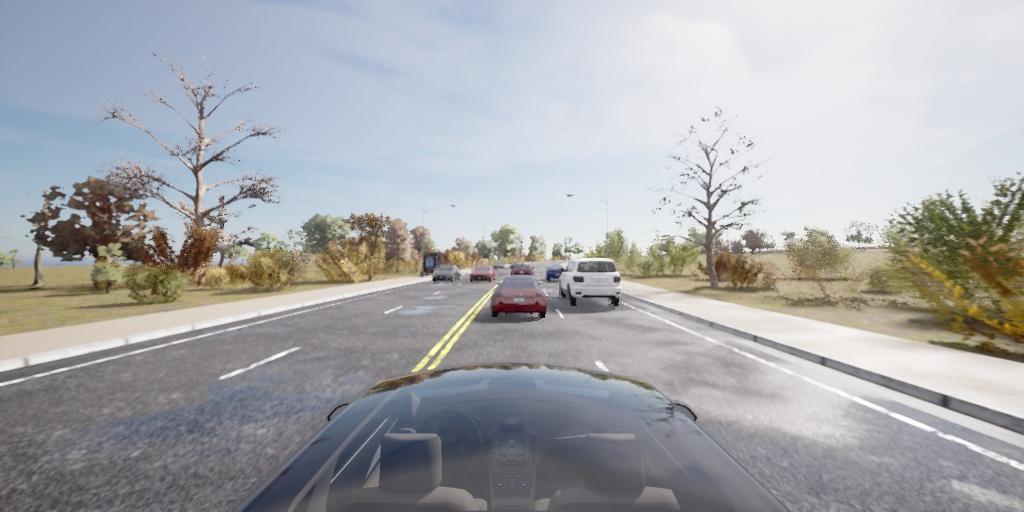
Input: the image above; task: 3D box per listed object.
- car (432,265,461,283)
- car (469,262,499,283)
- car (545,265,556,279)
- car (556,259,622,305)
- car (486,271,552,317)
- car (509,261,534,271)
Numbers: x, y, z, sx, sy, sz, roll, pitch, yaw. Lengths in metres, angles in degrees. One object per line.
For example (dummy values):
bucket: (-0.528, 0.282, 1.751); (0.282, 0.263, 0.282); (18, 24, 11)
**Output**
car: (-5.780, 1.591, 32.206); (1.837, 1.490, 4.892); (0, -1, 3)
car: (-2.543, 1.560, 31.866); (1.882, 1.535, 5.008); (0, -1, 3)
car: (4.318, 1.591, 35.015); (1.882, 1.535, 5.008); (0, -1, 3)
car: (3.607, 1.150, 17.242); (2.150, 2.045, 5.566); (0, -1, 2)
car: (0.276, 1.456, 13.978); (1.994, 1.385, 4.181); (0, -1, 1)
car: (0.971, 1.447, 33.184); (2.097, 1.767, 4.553); (0, -1, 3)
